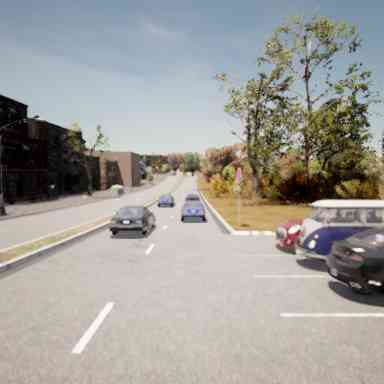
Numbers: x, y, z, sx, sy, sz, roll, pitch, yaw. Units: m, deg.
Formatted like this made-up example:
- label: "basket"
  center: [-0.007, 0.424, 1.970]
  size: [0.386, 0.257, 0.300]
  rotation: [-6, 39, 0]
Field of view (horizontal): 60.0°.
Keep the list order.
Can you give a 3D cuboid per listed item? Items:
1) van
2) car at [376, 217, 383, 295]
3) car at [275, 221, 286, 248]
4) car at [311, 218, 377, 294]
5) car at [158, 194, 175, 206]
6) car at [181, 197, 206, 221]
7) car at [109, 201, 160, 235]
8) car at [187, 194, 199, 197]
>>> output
- label: "van"
  center: [5.416, 1.242, 10.047]
  size: [4.442, 1.987, 1.878]
  rotation: [0, 0, 0]
- label: "car"
  center: [5.503, 1.357, 4.662]
  size: [4.553, 1.767, 2.185]
  rotation: [0, 0, 0]
- label: "car"
  center: [5.562, 1.326, 12.800]
  size: [4.553, 1.767, 2.185]
  rotation: [0, 1, 0]
- label: "car"
  center: [5.528, 1.478, 7.290]
  size: [4.892, 1.521, 2.231]
  rotation: [0, 0, 0]
- label: "car"
  center: [-3.167, 1.001, 41.476]
  size: [2.033, 1.411, 5.357]
  rotation: [0, 2, 0]
- label: "car"
  center: [0.089, 1.365, 25.622]
  size: [2.033, 1.411, 5.357]
  rotation: [0, 1, 0]
- label: "car"
  center: [-3.164, 1.467, 18.402]
  size: [2.033, 1.411, 5.357]
  rotation: [0, 1, 0]
- label: "car"
  center: [0.083, 0.963, 41.317]
  size: [1.837, 1.490, 4.892]
  rotation: [0, 1, 0]
